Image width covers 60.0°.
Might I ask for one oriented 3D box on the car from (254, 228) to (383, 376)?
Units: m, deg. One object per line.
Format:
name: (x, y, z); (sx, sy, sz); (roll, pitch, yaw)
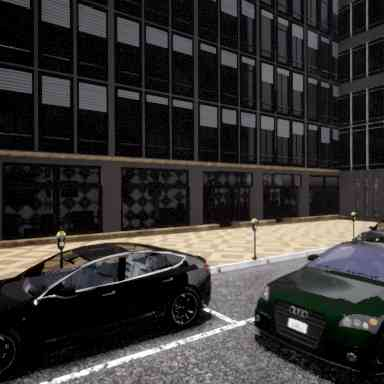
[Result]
car: (3.004, 1.563, 5.509); (4.181, 1.385, 1.994); (0, 0, -35)

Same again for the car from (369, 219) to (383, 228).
car: (7.657, 1.564, 11.993); (4.313, 1.339, 1.947); (0, 0, -35)

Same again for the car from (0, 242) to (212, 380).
car: (-1.632, 1.566, 5.395); (4.313, 1.339, 1.947); (0, 0, -35)
